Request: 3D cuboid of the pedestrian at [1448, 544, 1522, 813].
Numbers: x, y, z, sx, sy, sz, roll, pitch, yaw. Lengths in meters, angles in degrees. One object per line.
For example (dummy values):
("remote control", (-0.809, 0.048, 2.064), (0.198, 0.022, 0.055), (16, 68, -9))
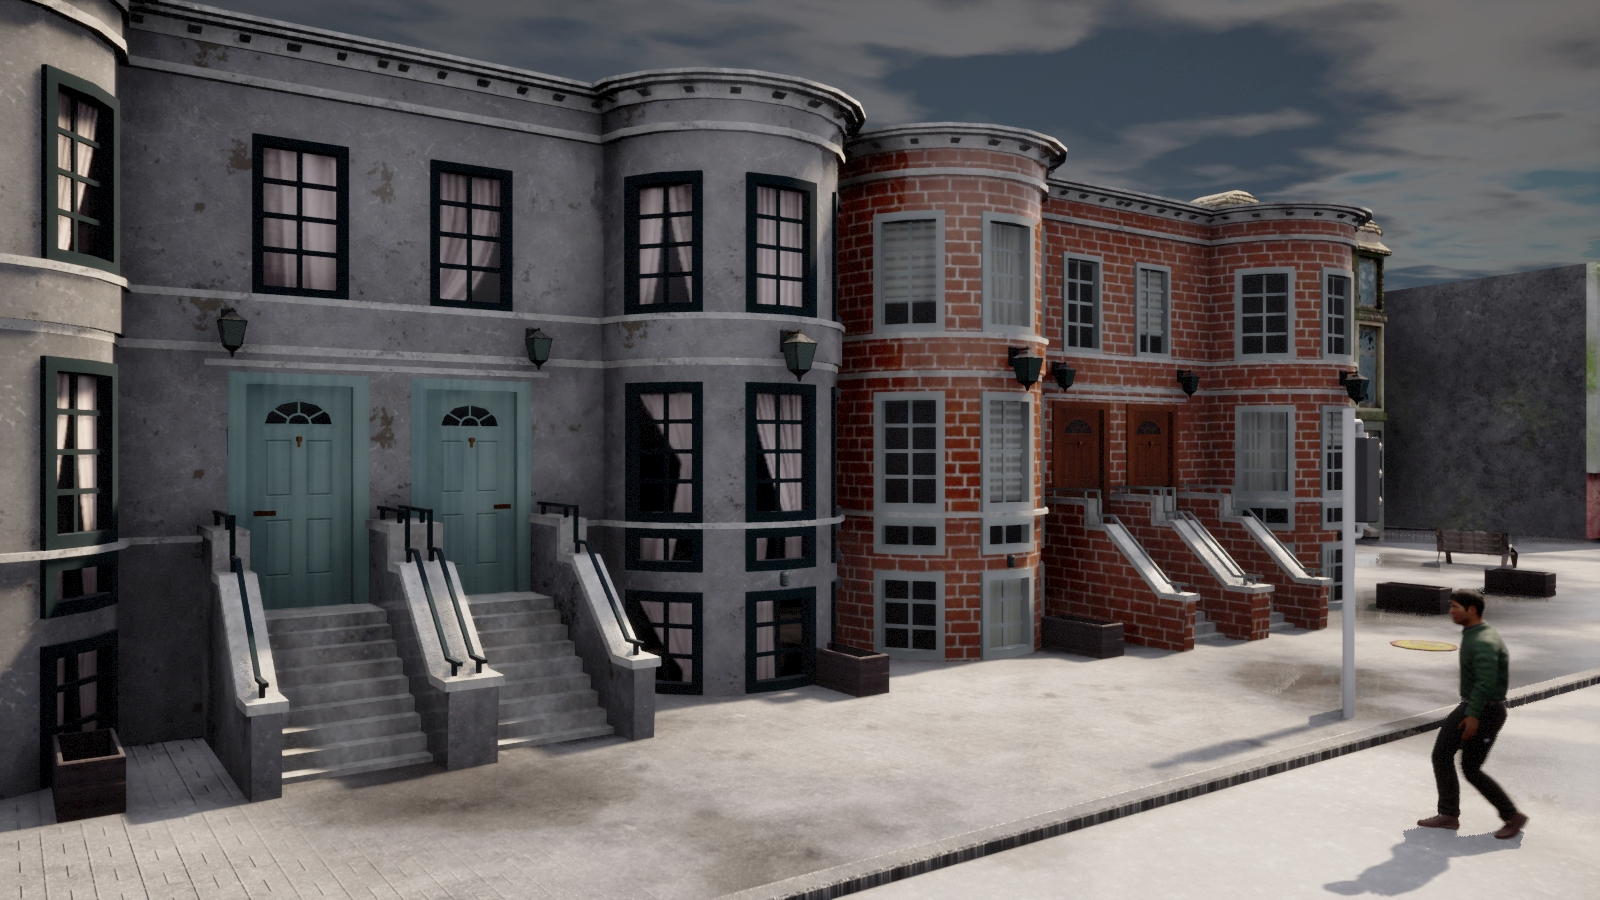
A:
("pedestrian", (4.956, 1.629, 8.280), (0.375, 1.860, 0.375), (0, 0, 16))
